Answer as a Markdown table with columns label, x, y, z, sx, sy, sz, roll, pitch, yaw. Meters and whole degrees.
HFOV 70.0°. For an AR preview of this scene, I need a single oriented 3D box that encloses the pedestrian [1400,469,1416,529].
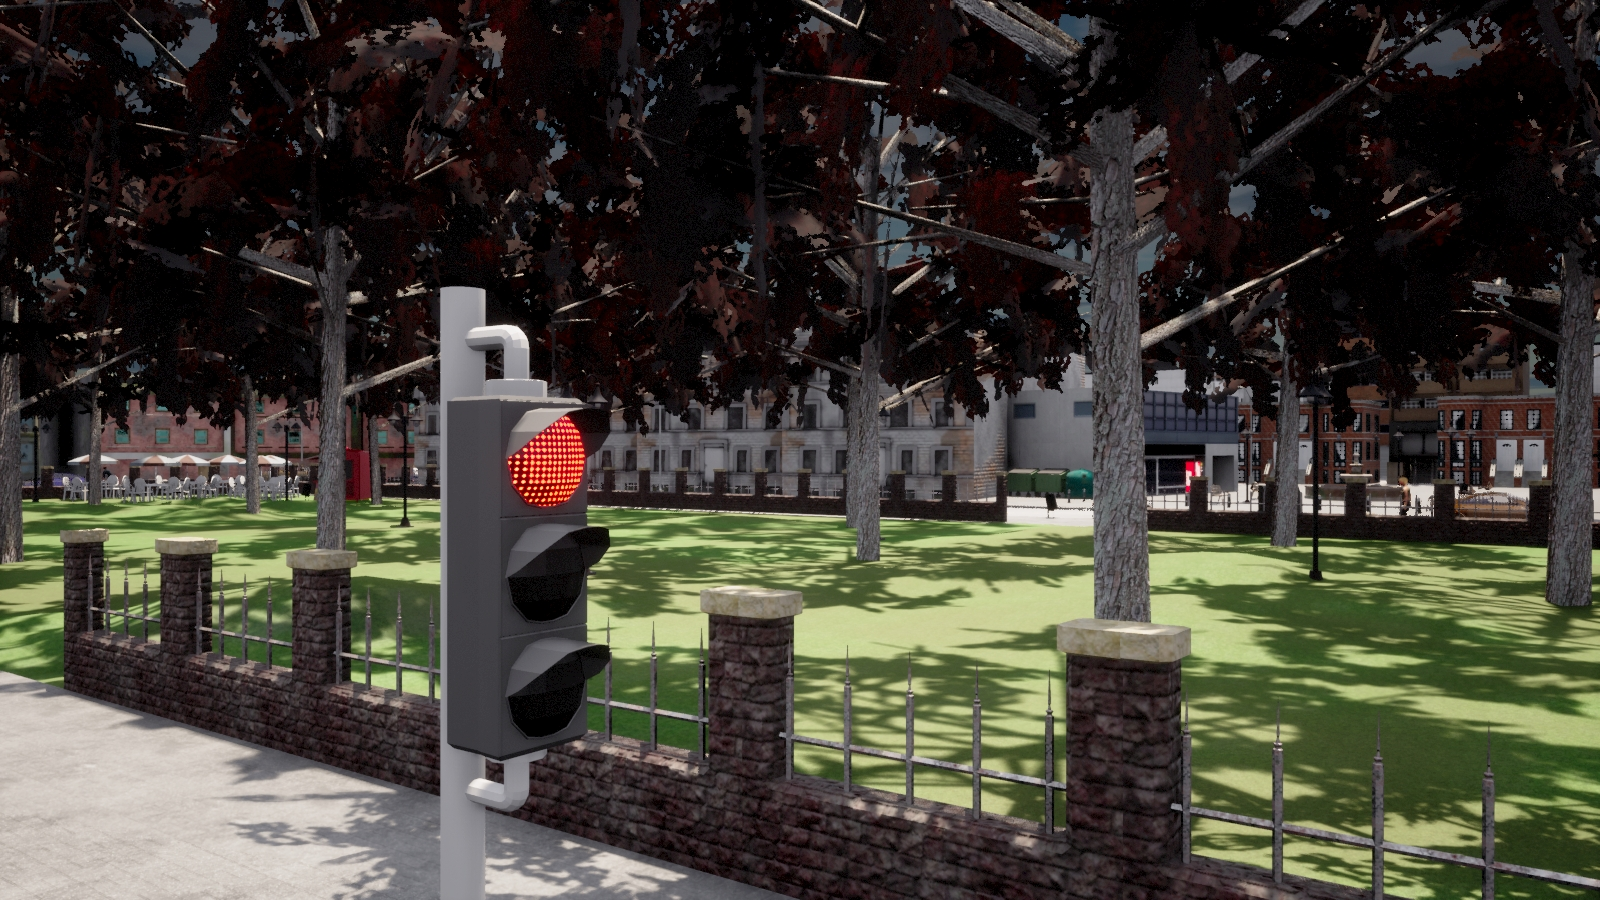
| label | x | y | z | sx | sy | sz | roll | pitch | yaw |
| --- | --- | --- | --- | --- | --- | --- | --- | --- | --- |
| pedestrian | 18.978 | 1.523 | 35.669 | 0.375 | 1.860 | 0.375 | 0 | 0 | 36 |

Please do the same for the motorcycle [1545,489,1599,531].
| label | x | y | z | sx | sy | sz | roll | pitch | yaw |
| --- | --- | --- | --- | --- | --- | --- | --- | --- | --- |
| motorcycle | 25.489 | 1.950 | 36.881 | 2.356 | 1.277 | 0.764 | 0 | 0 | 36 |

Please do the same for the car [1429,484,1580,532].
| label | x | y | z | sx | sy | sz | roll | pitch | yaw |
| --- | --- | --- | --- | --- | --- | --- | --- | --- | --- |
| car | 23.572 | 1.899 | 38.269 | 4.181 | 1.385 | 1.994 | 0 | 0 | 36 |
